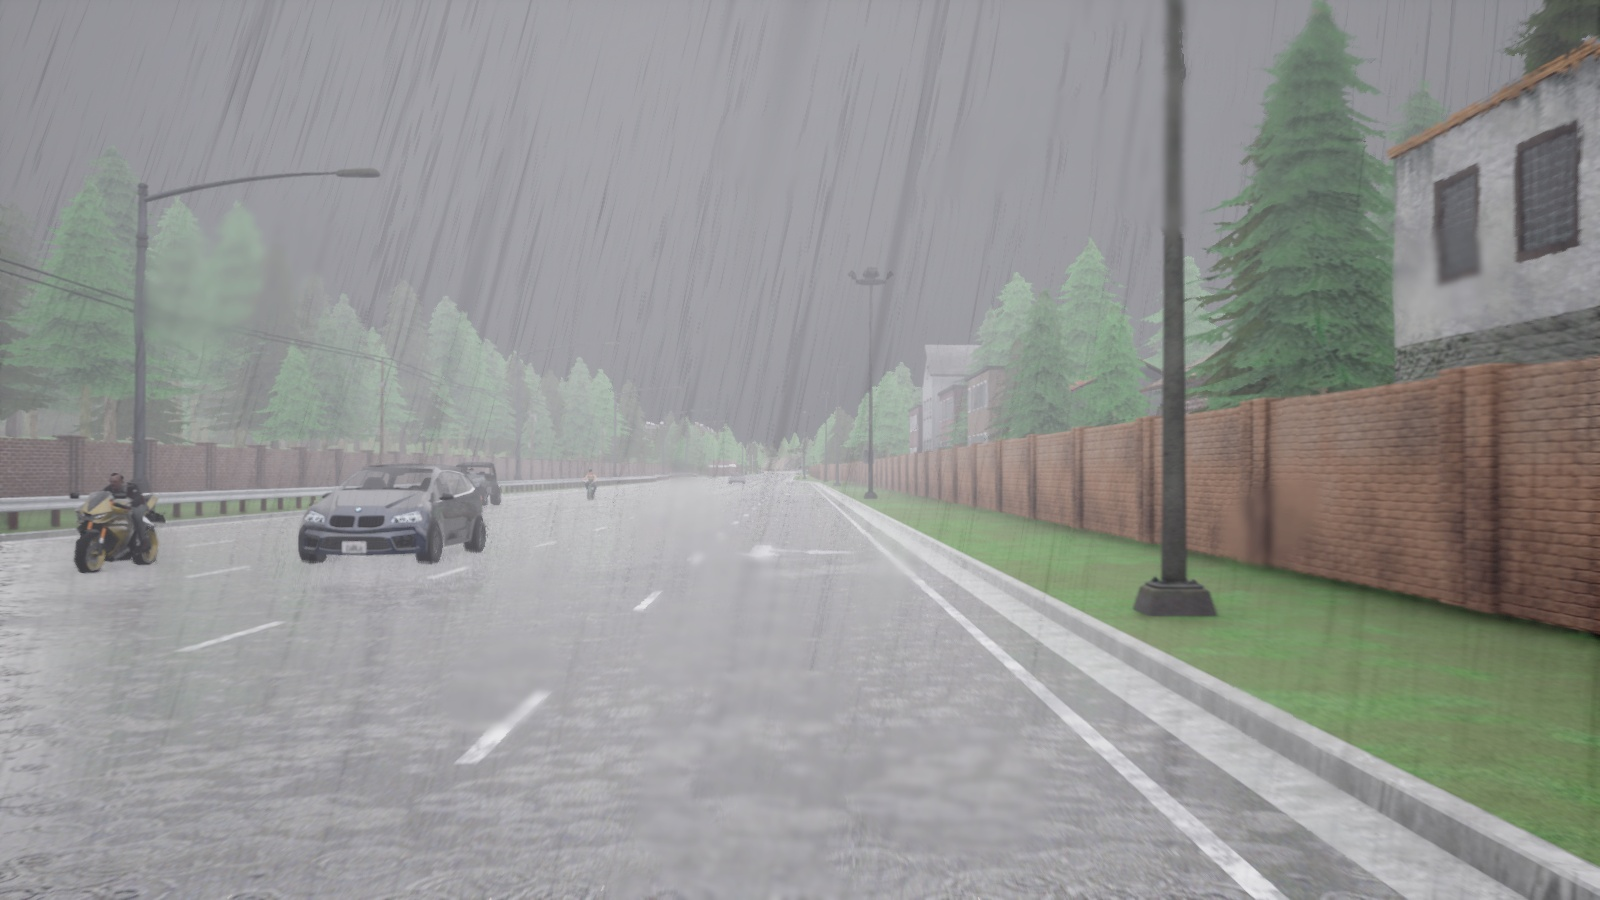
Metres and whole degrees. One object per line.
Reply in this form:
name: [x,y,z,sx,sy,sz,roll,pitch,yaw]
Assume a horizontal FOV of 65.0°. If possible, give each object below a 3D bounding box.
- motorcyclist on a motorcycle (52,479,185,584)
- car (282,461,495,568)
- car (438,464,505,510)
motorcyclist on a motorcycle: [-10.547,1.219,19.542,0.866,1.530,2.191,0,-1,0]
car: [-7.054,1.057,22.110,2.242,1.667,4.611,0,-1,0]
car: [-14.133,1.574,54.219,1.905,1.878,3.866,0,-1,0]
